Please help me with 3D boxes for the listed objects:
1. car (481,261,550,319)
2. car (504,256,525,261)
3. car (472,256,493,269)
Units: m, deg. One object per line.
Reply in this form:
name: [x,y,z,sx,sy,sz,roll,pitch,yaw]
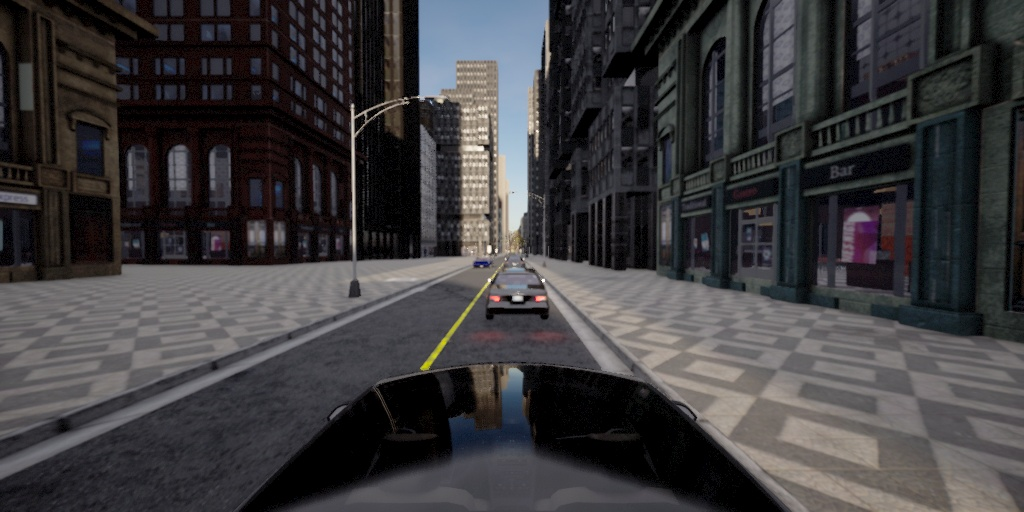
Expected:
car: [0.147,1.079,11.684,2.033,1.411,5.357,0,1,0]
car: [0.248,0.655,33.326,1.994,1.385,4.181,0,1,0]
car: [-2.936,0.634,36.754,1.895,1.301,4.718,0,1,0]
